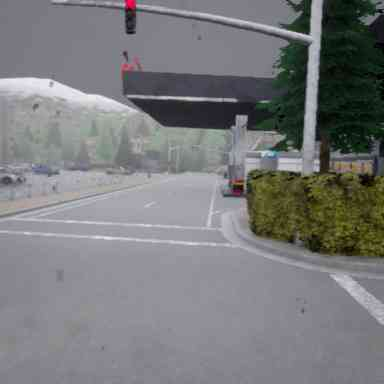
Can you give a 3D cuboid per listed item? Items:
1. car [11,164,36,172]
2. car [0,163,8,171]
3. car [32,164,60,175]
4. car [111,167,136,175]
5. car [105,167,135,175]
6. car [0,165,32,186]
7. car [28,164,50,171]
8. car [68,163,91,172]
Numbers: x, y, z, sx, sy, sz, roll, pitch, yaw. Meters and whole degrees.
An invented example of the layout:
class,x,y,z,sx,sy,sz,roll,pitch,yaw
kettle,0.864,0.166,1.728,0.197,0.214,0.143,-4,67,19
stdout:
class,x,y,z,sx,sy,sz,roll,pitch,yaw
car,-32.142,-4.574,63.507,3.806,1.475,1.970,2,4,4
car,-39.314,-5.089,67.005,3.633,1.501,1.845,2,4,4
car,-22.081,-3.327,50.783,3.633,1.501,1.845,2,4,4
car,-13.365,-4.131,65.135,4.514,1.523,2.007,2,4,4
car,-13.547,-3.905,62.011,5.027,1.636,2.152,2,4,4
car,-16.059,-1.324,27.943,3.806,1.475,1.970,2,4,4
car,-38.874,-6.294,84.428,4.892,1.490,1.837,2,4,4
car,-28.296,-6.172,83.746,5.566,2.045,2.150,2,4,4
